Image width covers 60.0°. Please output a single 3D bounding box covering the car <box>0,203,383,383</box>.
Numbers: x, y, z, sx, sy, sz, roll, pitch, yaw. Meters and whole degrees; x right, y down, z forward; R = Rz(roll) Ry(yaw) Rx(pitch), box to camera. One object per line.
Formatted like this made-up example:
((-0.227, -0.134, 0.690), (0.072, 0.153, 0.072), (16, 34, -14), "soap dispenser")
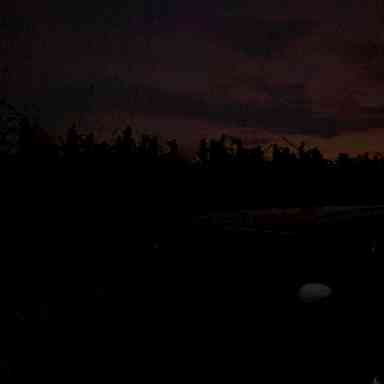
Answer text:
((0.892, 1.194, 3.704), (5.566, 2.045, 2.150), (-1, 0, -35), "car")
